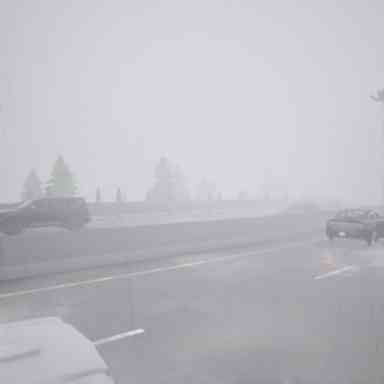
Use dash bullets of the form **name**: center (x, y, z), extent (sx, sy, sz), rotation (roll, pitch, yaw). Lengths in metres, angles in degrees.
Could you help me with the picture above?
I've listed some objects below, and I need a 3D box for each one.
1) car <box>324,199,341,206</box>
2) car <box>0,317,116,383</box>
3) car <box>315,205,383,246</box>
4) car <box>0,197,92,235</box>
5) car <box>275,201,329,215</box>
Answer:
- **car**: center (20.506, 1.720, 49.277), extent (2.128, 1.511, 4.902), rotation (0, 0, 44)
- **car**: center (-2.790, 1.613, 1.898), extent (4.718, 1.301, 1.895), rotation (0, 0, -35)
- **car**: center (8.048, 1.551, 15.658), extent (4.902, 1.511, 2.128), rotation (0, 0, -44)
- **car**: center (-8.742, 1.323, 19.514), extent (5.566, 2.045, 2.150), rotation (0, 0, -39)
- **car**: center (8.625, 1.669, 26.482), extent (2.033, 1.411, 5.357), rotation (0, 0, 43)
